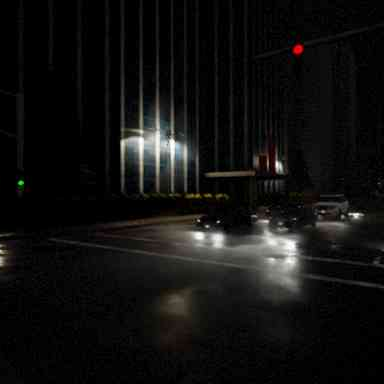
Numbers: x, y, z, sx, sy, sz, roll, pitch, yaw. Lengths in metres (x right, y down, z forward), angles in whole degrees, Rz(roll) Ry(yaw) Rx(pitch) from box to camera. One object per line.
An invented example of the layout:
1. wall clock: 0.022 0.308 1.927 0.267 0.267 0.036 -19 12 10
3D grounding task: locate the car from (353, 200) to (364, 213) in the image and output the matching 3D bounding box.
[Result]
1. car: 17.818 1.579 37.058 1.994 1.385 4.181 0 0 35

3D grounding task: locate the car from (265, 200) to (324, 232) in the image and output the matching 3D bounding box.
1. car: 6.337 1.507 20.658 2.128 1.511 4.902 0 0 35

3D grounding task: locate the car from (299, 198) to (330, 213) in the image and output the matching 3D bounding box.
1. car: 13.998 1.514 37.710 2.128 1.511 4.902 0 0 35

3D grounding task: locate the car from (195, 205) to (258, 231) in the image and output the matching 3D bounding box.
1. car: 2.388 1.571 21.111 2.033 1.411 5.357 0 0 35

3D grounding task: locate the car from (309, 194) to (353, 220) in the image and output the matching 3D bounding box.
1. car: 12.035 1.236 28.809 2.150 2.045 5.566 0 0 35
